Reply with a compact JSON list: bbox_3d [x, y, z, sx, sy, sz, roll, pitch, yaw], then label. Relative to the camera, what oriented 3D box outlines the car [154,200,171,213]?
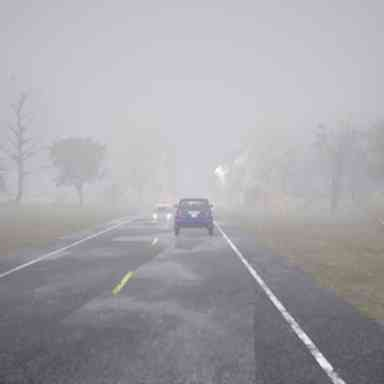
[{"bbox_3d":[-3.490,1.698,40.914,1.882,1.535,5.008,0,-1,0],"label":"car"}]

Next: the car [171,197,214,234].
[{"bbox_3d":[0.106,1.329,19.987,2.150,2.045,5.566,0,0,0],"label":"car"}]

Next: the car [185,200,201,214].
[{"bbox_3d":[0.109,1.734,38.966,1.812,1.442,4.674,0,0,0],"label":"car"}]
